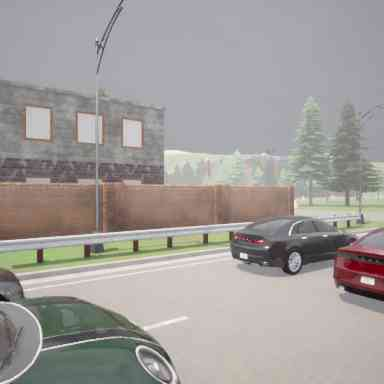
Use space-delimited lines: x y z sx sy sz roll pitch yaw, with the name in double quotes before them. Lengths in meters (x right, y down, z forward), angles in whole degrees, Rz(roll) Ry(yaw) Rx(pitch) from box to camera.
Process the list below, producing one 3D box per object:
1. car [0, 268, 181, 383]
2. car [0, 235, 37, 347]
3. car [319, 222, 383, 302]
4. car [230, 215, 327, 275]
"car" -2.256 1.352 2.137 4.553 1.767 2.097 0 0 -35
"car" -4.673 1.564 4.712 4.181 1.385 1.994 0 0 -36
"car" 5.258 1.478 7.543 5.008 1.535 1.882 0 0 -35
"car" 3.400 1.505 10.515 4.892 1.490 1.837 0 0 -35
